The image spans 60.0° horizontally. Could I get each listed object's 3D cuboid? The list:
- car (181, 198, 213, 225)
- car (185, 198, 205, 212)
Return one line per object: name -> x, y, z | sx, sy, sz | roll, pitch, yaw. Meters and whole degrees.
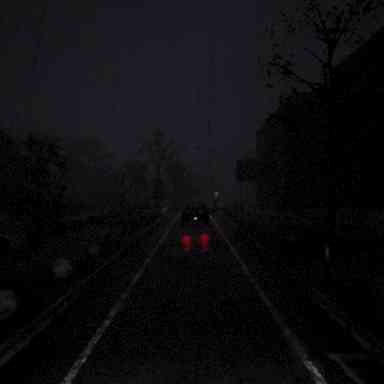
car -> 0.243, 1.471, 23.787 | 2.128, 1.511, 4.902 | 0, 0, 0
car -> 0.337, 1.501, 39.154 | 2.128, 1.511, 4.902 | 0, -1, 0
